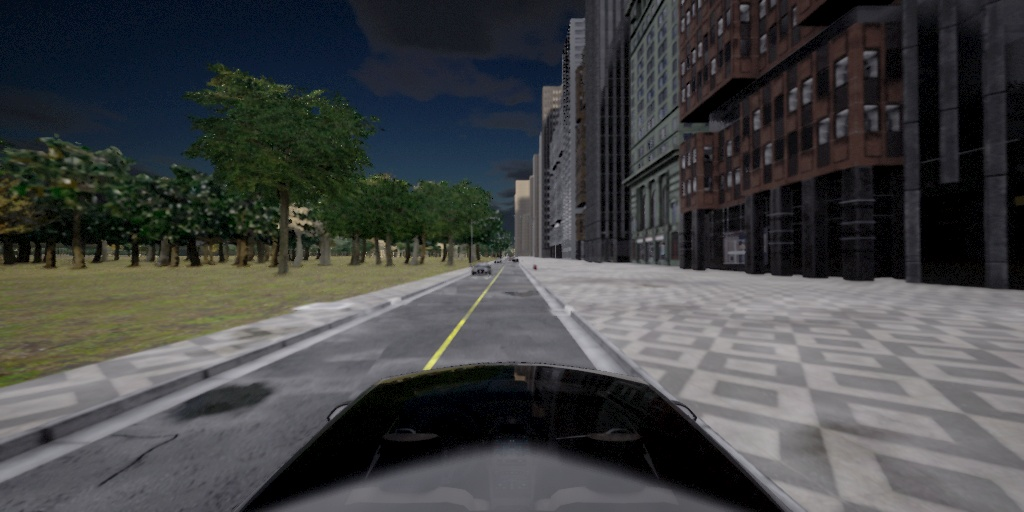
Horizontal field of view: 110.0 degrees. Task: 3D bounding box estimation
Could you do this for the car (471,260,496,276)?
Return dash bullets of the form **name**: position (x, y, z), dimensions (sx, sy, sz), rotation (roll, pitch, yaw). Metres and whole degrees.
- **car**: position (-3.092, 1.348, 37.570), dimensions (1.994, 1.385, 4.181), rotation (0, 0, 0)
